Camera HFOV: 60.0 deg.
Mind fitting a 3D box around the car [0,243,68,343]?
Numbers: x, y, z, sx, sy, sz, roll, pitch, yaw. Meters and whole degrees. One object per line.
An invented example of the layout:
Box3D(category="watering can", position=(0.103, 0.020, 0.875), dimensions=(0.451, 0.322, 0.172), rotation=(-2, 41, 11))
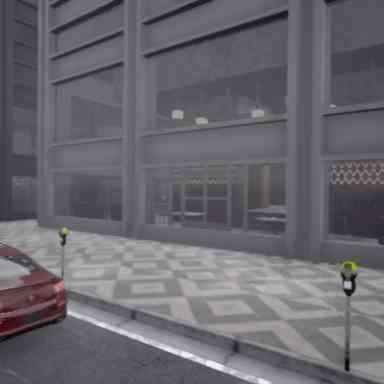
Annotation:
Box3D(category="car", position=(-3.831, 1.528, 5.687), dimensions=(4.206, 1.307, 1.802), rotation=(1, 1, 35))
